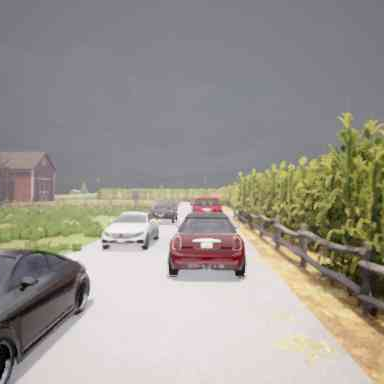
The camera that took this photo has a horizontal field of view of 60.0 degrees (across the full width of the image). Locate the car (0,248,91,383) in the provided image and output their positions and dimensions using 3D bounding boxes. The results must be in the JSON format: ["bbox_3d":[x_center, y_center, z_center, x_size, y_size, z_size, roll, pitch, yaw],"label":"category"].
[{"bbox_3d":[-3.042,1.581,4.901,1.994,1.385,4.181,0,0,2],"label":"car"}]

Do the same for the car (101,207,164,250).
[{"bbox_3d":[-2.601,1.603,15.008,1.812,1.442,4.674,0,0,3],"label":"car"}]

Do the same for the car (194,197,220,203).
[{"bbox_3d":[1.041,1.363,23.516,2.150,2.045,5.566,0,0,2],"label":"car"}]

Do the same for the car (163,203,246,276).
[{"bbox_3d":[0.480,1.417,10.739,2.097,1.767,4.553,0,0,3],"label":"car"}]

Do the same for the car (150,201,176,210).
[{"bbox_3d":[-2.076,1.447,25.554,1.837,1.490,4.892,0,0,2],"label":"car"}]
